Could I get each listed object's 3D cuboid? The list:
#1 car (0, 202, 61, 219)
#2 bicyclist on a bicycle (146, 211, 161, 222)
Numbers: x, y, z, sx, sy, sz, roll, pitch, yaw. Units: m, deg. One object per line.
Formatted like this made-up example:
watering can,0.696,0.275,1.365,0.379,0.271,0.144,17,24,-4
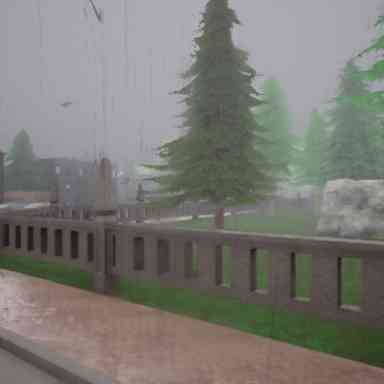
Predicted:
car,-13.348,1.660,28.891,1.882,1.535,5.008,0,0,36
bicyclist on a bicycle,-2.914,1.411,24.622,1.656,1.620,0.582,-1,0,35
